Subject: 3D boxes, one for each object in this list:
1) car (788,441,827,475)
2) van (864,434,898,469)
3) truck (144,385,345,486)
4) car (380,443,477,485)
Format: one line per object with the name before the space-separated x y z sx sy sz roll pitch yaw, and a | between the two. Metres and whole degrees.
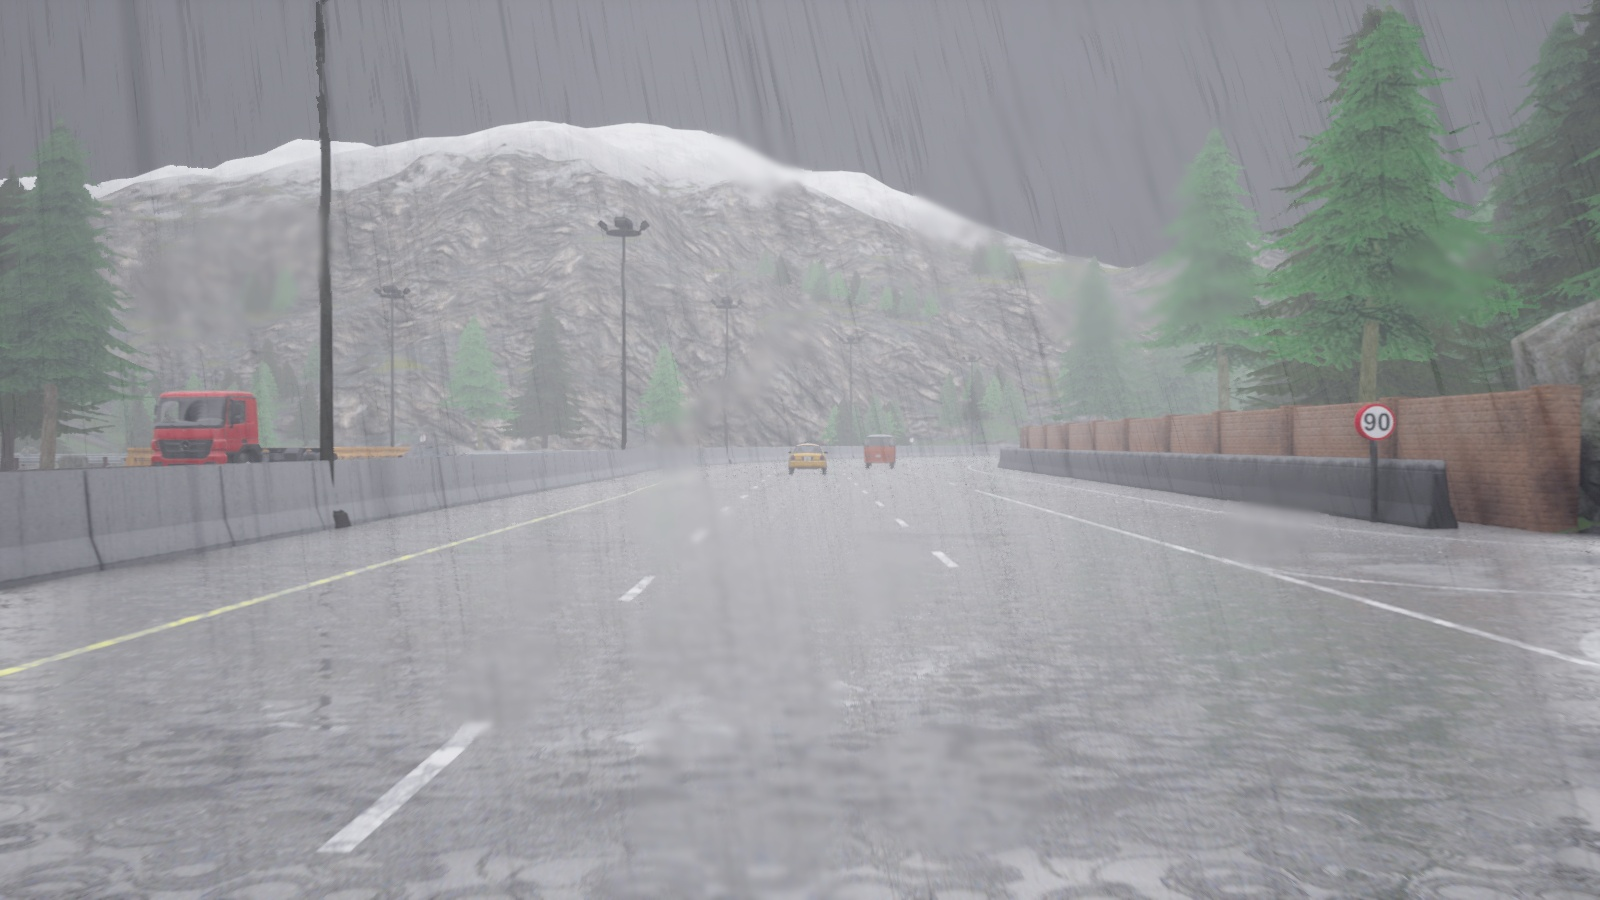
car | 0.400 0.340 61.339 1.801 1.575 5.366 0 0 1
van | 4.860 0.080 75.027 1.775 1.987 4.442 0 0 6
truck | -20.533 -0.517 47.087 2.891 3.462 7.936 0 0 11
car | -13.720 0.472 46.710 2.163 1.488 4.792 0 0 0
